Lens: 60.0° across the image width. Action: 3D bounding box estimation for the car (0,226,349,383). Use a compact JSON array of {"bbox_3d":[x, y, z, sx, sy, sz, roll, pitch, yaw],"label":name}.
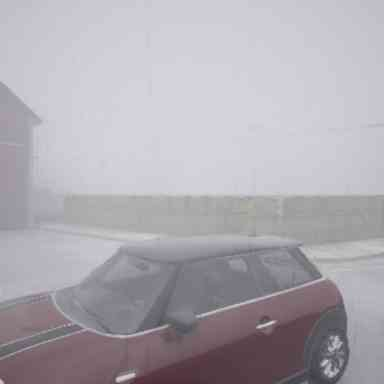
[{"bbox_3d":[-0.281,1.358,3.753,4.553,1.767,2.097,0,0,-35],"label":"car"}]
